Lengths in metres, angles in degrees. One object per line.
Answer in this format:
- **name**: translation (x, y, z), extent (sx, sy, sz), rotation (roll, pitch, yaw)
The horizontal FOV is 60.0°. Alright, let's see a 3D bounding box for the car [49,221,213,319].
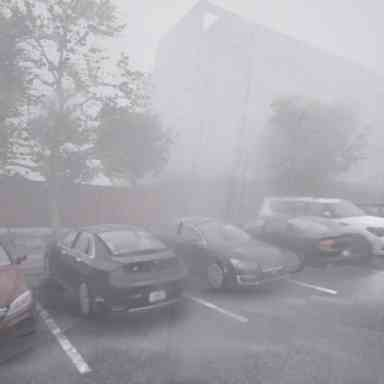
- **car**: translation (-1.975, 1.481, 7.552), extent (2.231, 1.521, 4.892), rotation (0, 0, -36)

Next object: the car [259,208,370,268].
- **car**: translation (2.672, 1.480, 10.871), extent (2.097, 1.535, 5.008), rotation (0, 0, -36)

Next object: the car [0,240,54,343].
- **car**: translation (-4.153, 1.519, 6.007), extent (2.002, 1.452, 4.674), rotation (0, 0, -36)

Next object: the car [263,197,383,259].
- **car**: translation (4.960, 1.229, 12.476), extent (2.435, 2.045, 5.566), rotation (0, 0, -36)

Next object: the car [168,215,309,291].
- **car**: translation (0.392, 1.481, 9.258), extent (2.231, 1.521, 4.892), rotation (0, 0, -36)
